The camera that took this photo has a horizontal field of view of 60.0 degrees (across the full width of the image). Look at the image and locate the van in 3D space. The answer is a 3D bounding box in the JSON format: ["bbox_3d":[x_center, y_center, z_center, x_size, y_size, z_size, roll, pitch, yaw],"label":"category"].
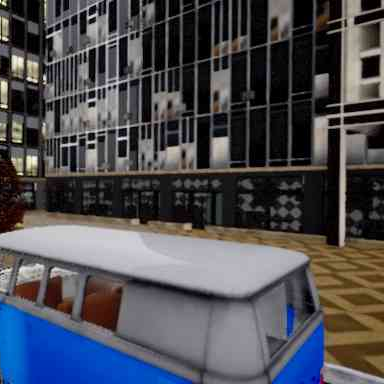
[{"bbox_3d":[-0.752,1.324,3.405,3.998,1.788,1.690,0,1,36],"label":"van"}]
